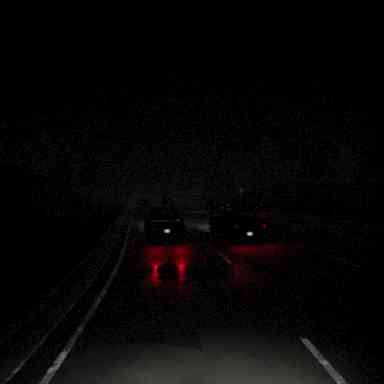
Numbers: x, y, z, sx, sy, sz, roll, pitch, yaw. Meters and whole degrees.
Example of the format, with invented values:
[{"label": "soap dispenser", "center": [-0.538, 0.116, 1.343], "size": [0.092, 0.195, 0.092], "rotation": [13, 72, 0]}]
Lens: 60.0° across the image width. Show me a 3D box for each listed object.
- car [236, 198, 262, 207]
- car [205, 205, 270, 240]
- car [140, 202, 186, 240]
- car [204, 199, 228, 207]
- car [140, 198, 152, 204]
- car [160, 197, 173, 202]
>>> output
[{"label": "car", "center": [6.106, 1.402, 35.904], "size": [1.812, 1.442, 4.674], "rotation": [-1, 0, -9]}, {"label": "car", "center": [2.190, 1.556, 16.883], "size": [1.895, 1.301, 4.718], "rotation": [-1, 0, -9]}, {"label": "car", "center": [-1.496, 1.520, 17.210], "size": [2.128, 1.511, 4.902], "rotation": [-1, 0, -9]}, {"label": "car", "center": [2.595, 1.472, 35.689], "size": [1.812, 1.442, 4.674], "rotation": [-1, 0, -9]}, {"label": "car", "center": [-7.644, 1.694, 54.930], "size": [2.033, 1.411, 5.357], "rotation": [-1, 0, -9]}, {"label": "car", "center": [-4.199, 1.584, 55.524], "size": [1.837, 1.490, 4.892], "rotation": [-1, 0, -9]}]
